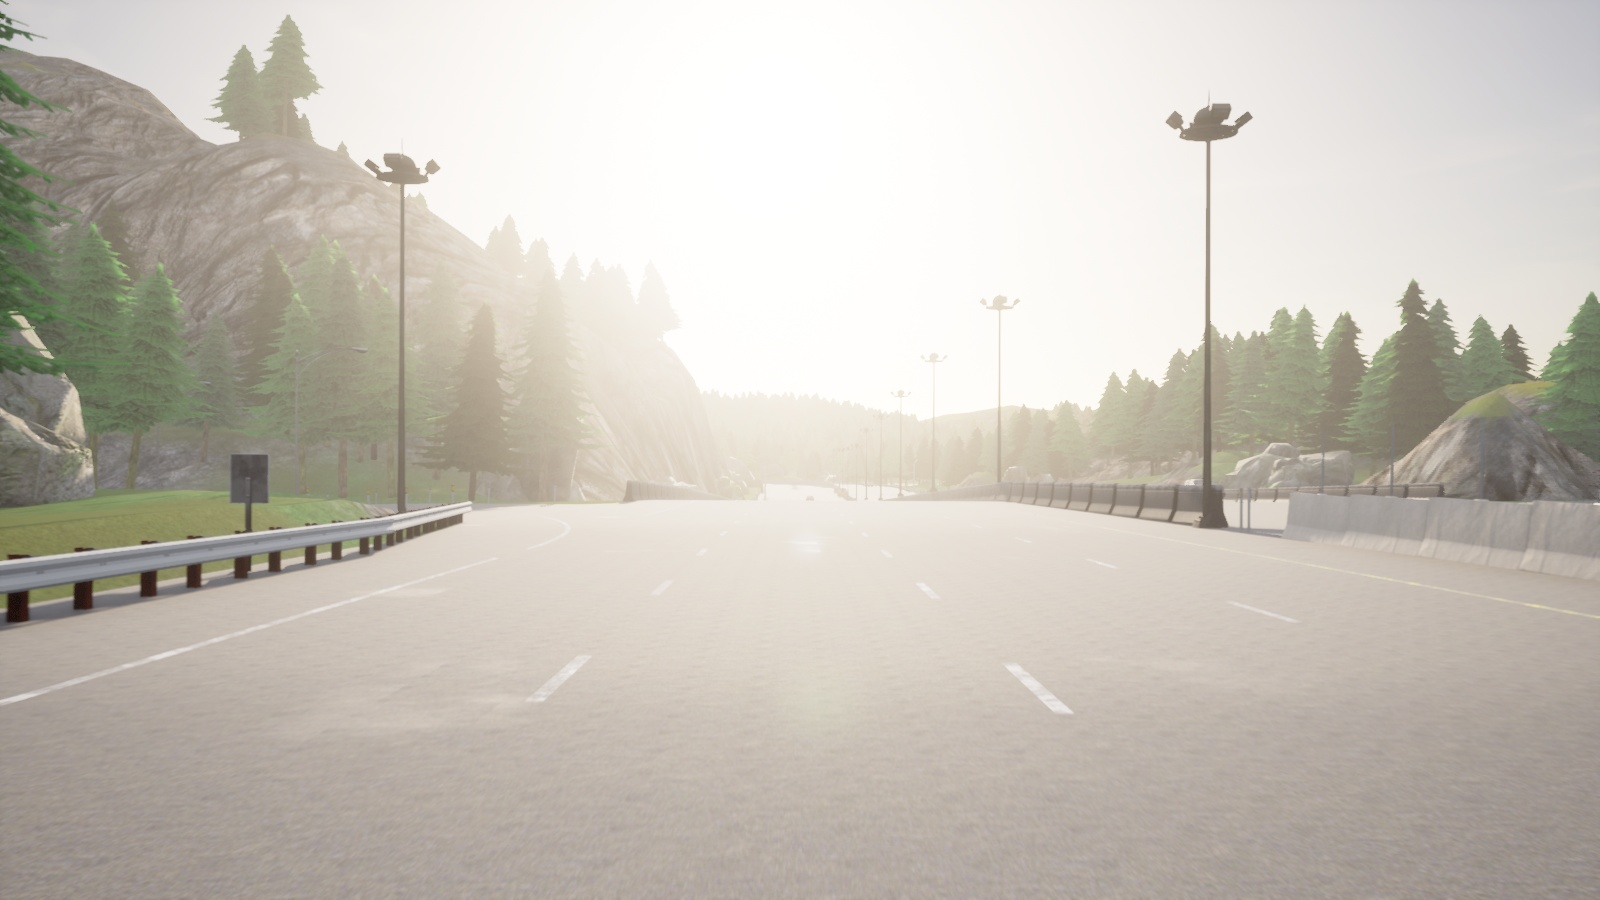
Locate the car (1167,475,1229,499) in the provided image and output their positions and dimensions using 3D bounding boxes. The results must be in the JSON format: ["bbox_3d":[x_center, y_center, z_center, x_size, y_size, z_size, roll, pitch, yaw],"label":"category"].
[{"bbox_3d":[24.153,2.277,76.353,2.033,1.411,5.357,0,-2,0],"label":"car"}]
